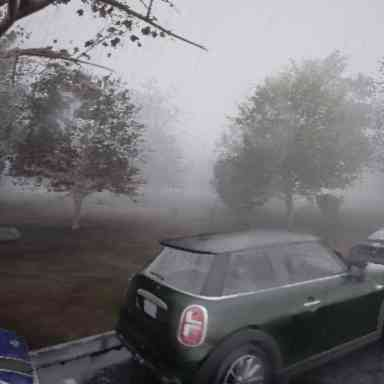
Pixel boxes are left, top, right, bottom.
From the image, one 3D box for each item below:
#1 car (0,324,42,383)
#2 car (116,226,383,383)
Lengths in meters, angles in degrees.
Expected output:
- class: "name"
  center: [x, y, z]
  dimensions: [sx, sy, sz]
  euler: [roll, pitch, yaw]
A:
- class: "car"
  center: [-3.236, 1.352, 1.751]
  dimensions: [4.553, 1.767, 2.185]
  euler: [0, 0, -33]
- class: "car"
  center: [1.299, 1.359, 4.986]
  dimensions: [4.553, 1.767, 2.185]
  euler: [0, 0, -33]
